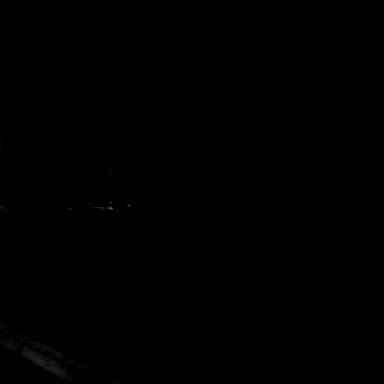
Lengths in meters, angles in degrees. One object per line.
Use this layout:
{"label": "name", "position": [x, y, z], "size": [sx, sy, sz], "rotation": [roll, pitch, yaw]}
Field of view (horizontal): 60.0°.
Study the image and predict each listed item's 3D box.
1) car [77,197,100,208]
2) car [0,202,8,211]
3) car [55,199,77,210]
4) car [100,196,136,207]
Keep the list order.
{"label": "car", "position": [-15.787, 1.504, 48.686], "size": [2.033, 1.411, 5.357], "rotation": [0, 0, 39]}
{"label": "car", "position": [-22.217, 1.562, 40.708], "size": [1.994, 1.385, 4.181], "rotation": [0, 0, 38]}
{"label": "car", "position": [-17.510, 1.541, 40.963], "size": [2.033, 1.411, 5.357], "rotation": [0, 0, 39]}
{"label": "car", "position": [-10.671, 1.428, 49.452], "size": [1.837, 1.490, 4.892], "rotation": [0, 0, 39]}
